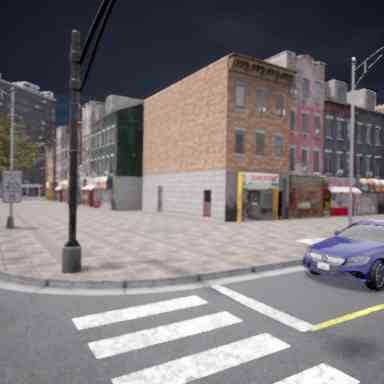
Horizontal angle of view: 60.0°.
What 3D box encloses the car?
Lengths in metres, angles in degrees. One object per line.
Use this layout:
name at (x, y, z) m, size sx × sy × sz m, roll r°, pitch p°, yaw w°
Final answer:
car at (5.099, 1.516, 9.095) m, size 4.674 × 1.442 × 1.812 m, roll 0°, pitch 1°, yaw -32°
